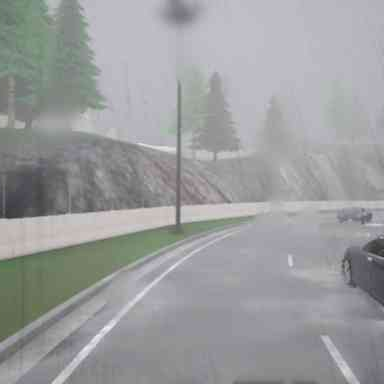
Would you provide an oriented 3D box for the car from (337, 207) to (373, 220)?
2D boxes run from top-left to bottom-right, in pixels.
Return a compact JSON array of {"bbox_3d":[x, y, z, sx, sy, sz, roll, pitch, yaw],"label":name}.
[{"bbox_3d":[13.297,1.847,26.916,1.895,1.301,4.718,0,0,37],"label":"car"}]

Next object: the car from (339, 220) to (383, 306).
[{"bbox_3d":[4.486,1.578,6.614,1.837,1.490,4.892,0,0,9],"label":"car"}]
